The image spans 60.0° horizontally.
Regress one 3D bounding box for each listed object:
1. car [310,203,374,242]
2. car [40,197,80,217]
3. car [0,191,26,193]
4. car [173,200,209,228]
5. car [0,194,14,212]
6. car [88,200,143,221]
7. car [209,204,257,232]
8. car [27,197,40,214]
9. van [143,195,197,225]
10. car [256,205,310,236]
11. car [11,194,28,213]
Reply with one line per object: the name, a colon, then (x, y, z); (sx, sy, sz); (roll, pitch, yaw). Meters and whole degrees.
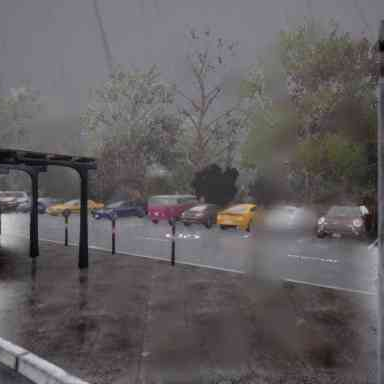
car: (7.942, 1.402, 17.092); (2.185, 1.767, 4.553); (1, 0, 35)
car: (-10.305, 1.323, 29.748); (1.946, 1.575, 5.366); (1, 0, 35)
car: (-21.538, 0.950, 37.895); (2.435, 2.045, 5.566); (1, 0, 35)
car: (1.124, 1.491, 21.878); (2.002, 1.452, 4.674); (1, 0, 35)
car: (-16.989, 1.251, 34.716); (2.097, 1.535, 5.008); (1, 0, 35)
car: (-5.684, 1.405, 26.668); (2.163, 1.488, 4.792); (1, 0, 35)
car: (3.390, 1.476, 20.271); (2.097, 1.535, 5.008); (1, 0, 35)
car: (-12.446, 1.330, 31.528); (2.163, 1.488, 4.792); (1, 0, 35)
van: (-1.069, 1.200, 23.578); (1.878, 1.987, 4.442); (1, 0, 35)
car: (5.656, 1.542, 18.670); (2.002, 1.452, 4.674); (1, 0, 35)
car: (-14.723, 1.277, 33.113); (2.231, 1.521, 4.892); (1, 0, 35)
